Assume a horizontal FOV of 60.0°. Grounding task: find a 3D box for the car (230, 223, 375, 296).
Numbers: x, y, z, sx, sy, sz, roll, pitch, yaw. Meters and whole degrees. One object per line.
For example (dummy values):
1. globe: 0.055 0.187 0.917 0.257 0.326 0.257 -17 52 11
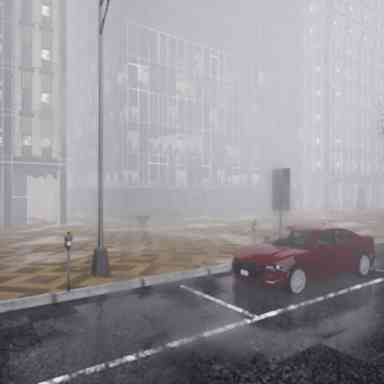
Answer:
1. car: 2.997 1.546 8.676 4.507 1.381 1.887 0 0 -35
